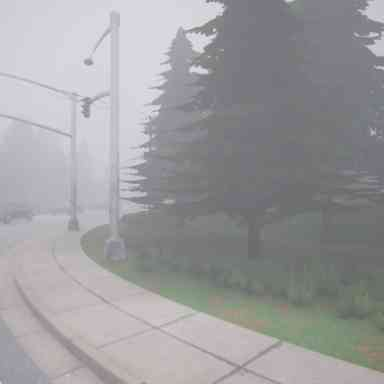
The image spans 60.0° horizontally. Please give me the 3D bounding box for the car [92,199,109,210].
[{"bbox_3d":[-12.235,1.667,46.250,1.882,1.535,5.008,0,0,6],"label":"car"}]

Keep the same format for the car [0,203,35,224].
[{"bbox_3d":[-14.140,1.585,25.802,2.128,1.511,4.902,0,0,4],"label":"car"}]

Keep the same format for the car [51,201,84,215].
[{"bbox_3d":[-13.258,1.666,35.806,1.812,1.442,4.674,0,0,6],"label":"car"}]
